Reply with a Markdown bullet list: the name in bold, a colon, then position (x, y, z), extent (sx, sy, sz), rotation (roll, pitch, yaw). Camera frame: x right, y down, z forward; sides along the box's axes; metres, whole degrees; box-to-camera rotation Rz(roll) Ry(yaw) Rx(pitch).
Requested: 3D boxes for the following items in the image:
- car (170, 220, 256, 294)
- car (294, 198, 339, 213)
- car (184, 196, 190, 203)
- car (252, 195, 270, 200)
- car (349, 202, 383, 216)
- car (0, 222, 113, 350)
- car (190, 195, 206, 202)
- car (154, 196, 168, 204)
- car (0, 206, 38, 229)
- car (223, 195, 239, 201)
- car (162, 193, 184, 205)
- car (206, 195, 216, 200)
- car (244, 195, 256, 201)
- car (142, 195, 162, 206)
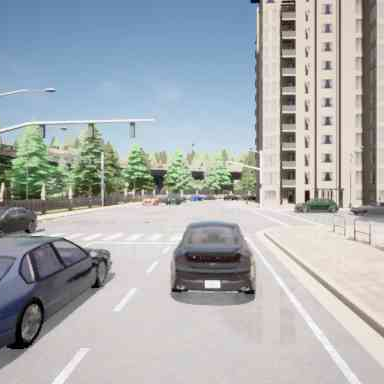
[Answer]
- **car**: position (0.564, 1.508, 8.798), extent (1.837, 1.490, 4.892), rotation (0, 0, 4)
- **car**: position (13.739, 1.418, 36.950), extent (4.553, 1.767, 2.097), rotation (0, 0, 5)
- **car**: position (-2.401, 1.510, 69.149), extent (2.128, 1.511, 4.902), rotation (0, 0, 10)
- **car**: position (18.839, 1.549, 90.983), extent (4.674, 1.442, 1.812), rotation (0, 0, -20)
- **car**: position (18.339, 1.666, 33.151), extent (4.718, 1.301, 1.895), rotation (0, 0, 3)
- **car**: position (-3.126, 1.549, 6.213), extent (2.033, 1.411, 5.357), rotation (0, 0, 4)
- **car**: position (0.963, 1.499, 79.079), extent (1.882, 1.535, 5.008), rotation (0, 0, 24)
- **car**: position (-6.192, 1.581, 66.392), extent (1.994, 1.385, 4.181), rotation (0, 0, 6)
- **car**: position (-9.624, 1.496, 16.641), extent (2.128, 1.511, 4.902), rotation (0, 0, 4)
- **car**: position (10.138, 1.523, 85.396), extent (4.892, 1.490, 1.837), rotation (0, 0, -43)
- **car**: position (-3.298, 1.237, 59.177), extent (2.150, 2.045, 5.566), rotation (0, 0, 5)
- **car**: position (4.210, 1.550, 89.368), extent (2.033, 1.411, 5.357), rotation (0, 0, 43)
- **car**: position (15.494, 1.549, 85.194), extent (4.902, 1.511, 2.128), rotation (0, 0, -34)
- **car**: position (-7.004, 1.367, 56.434), extent (2.097, 1.767, 4.553), rotation (0, 0, 4)
